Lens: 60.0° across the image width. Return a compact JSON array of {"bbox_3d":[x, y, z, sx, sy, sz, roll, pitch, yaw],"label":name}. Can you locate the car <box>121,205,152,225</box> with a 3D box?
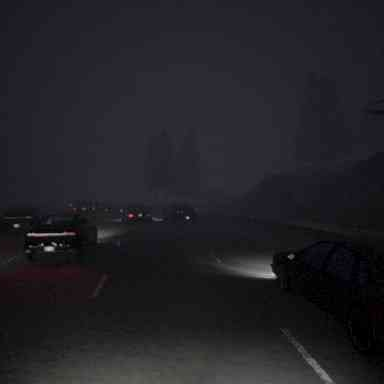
[{"bbox_3d":[-4.348,1.681,25.479,2.033,1.411,5.357,0,0,-17],"label":"car"}]

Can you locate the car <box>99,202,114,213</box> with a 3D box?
[{"bbox_3d":[-10.999,1.827,40.645,1.895,1.301,4.718,0,0,-28],"label":"car"}]

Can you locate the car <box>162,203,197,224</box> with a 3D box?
[{"bbox_3d":[-1.047,1.633,26.448,1.837,1.490,4.892,0,0,-17],"label":"car"}]

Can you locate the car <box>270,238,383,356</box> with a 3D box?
[{"bbox_3d":[3.108,1.567,6.070,2.033,1.411,5.357,0,0,-5],"label":"car"}]

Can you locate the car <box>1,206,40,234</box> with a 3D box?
[{"bbox_3d":[-10.139,1.620,20.315,2.128,1.511,4.902,0,0,-16],"label":"car"}]

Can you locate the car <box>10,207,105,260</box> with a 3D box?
[{"bbox_3d":[-4.830,1.567,12.787,2.128,1.511,4.902,0,0,-9],"label":"car"}]

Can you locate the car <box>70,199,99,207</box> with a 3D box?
[{"bbox_3d":[-10.288,1.531,31.161,2.097,1.767,4.553,0,0,-23],"label":"car"}]
